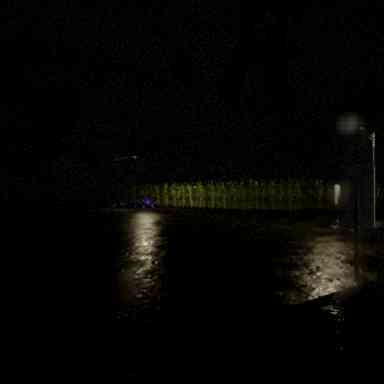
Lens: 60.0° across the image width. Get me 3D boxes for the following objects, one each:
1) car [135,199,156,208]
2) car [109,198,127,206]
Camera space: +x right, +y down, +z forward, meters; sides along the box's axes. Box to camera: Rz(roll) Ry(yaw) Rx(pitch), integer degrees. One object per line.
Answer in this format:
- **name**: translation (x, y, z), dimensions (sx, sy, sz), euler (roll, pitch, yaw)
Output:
- **car**: translation (-7.423, 1.813, 52.710), dimensions (1.812, 1.442, 4.674), euler (-1, 0, -36)
- **car**: translation (-13.500, 1.832, 60.905), dimensions (1.837, 1.490, 4.892), euler (-1, 0, -36)
